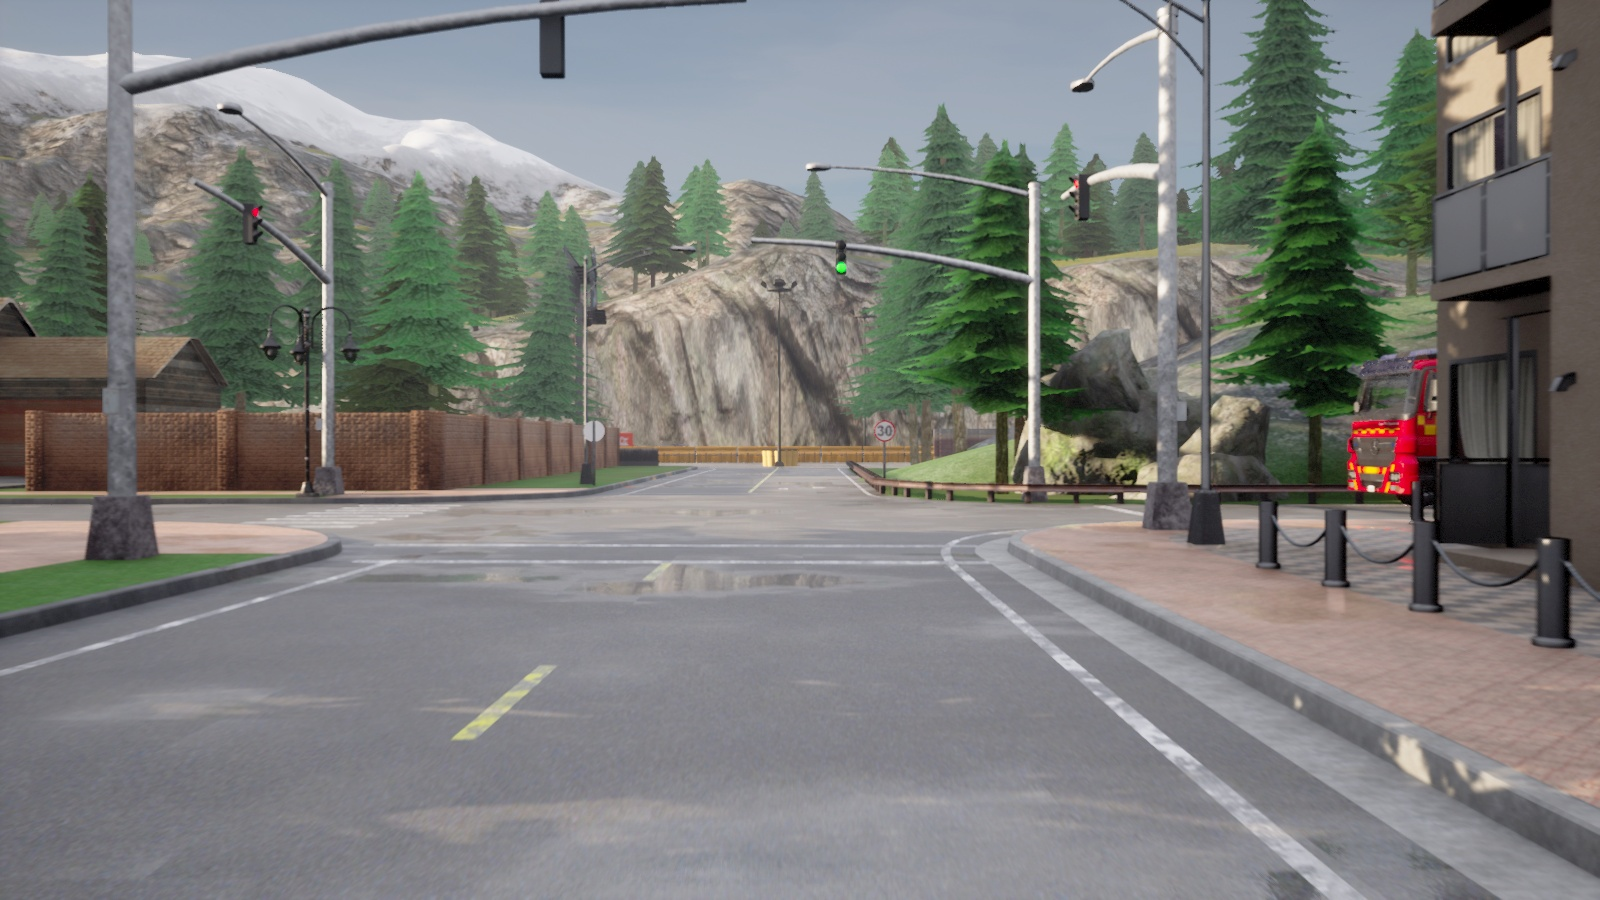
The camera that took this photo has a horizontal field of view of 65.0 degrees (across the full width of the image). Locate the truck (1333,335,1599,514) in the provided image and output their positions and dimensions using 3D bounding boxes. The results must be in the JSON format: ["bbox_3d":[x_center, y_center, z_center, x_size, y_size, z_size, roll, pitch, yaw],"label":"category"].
[{"bbox_3d":[16.882,-0.549,28.319,8.468,3.827,2.891,0,0,0],"label":"truck"}]
